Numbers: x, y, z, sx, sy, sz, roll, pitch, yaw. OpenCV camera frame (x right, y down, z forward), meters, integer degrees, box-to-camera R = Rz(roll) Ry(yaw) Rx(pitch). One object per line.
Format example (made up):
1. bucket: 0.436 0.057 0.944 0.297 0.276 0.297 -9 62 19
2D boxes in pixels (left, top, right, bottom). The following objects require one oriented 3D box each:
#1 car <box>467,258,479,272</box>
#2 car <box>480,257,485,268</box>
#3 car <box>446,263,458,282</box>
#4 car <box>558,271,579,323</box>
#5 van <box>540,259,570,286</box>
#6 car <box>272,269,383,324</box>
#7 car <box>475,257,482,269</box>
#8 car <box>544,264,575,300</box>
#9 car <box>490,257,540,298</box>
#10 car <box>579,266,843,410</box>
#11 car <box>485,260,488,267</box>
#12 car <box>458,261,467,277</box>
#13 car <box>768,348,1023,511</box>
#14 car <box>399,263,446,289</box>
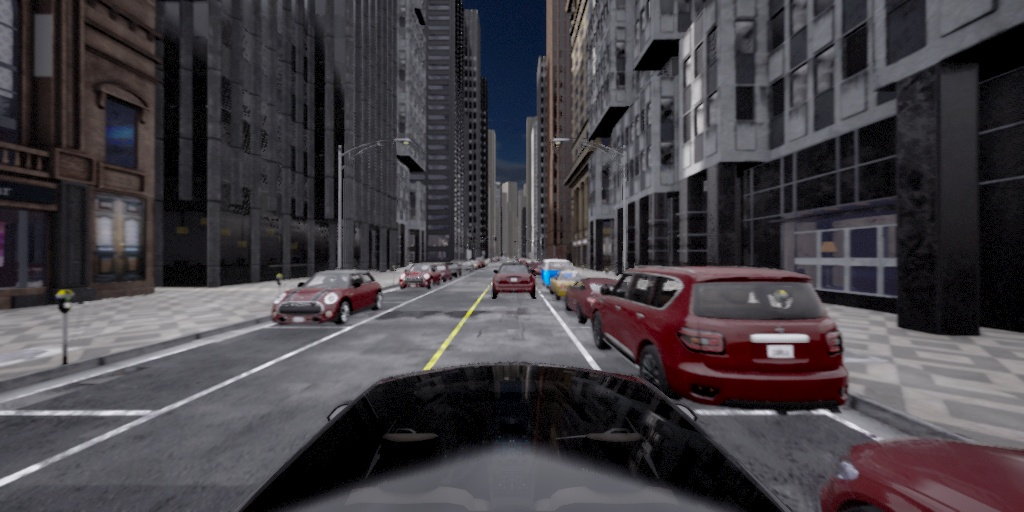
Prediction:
1. car: -5.759 1.320 45.281 2.007 1.370 4.403 0 0 0
2. car: -5.759 1.322 56.484 1.888 1.381 4.507 0 0 0
3. car: -5.761 1.343 28.476 1.802 1.307 4.207 0 0 0
4. car: 2.763 1.335 11.685 1.802 1.307 4.207 0 0 0
5. van: 2.764 1.098 22.889 1.690 1.789 3.998 0 0 0
6. car: -5.762 1.194 11.671 1.967 1.591 4.097 0 0 0
7. car: -5.759 1.299 50.712 1.751 1.417 4.829 0 0 0
8. car: 2.764 1.281 17.457 1.751 1.417 4.829 0 0 0
9. car: 0.097 1.108 18.654 2.097 1.767 4.553 0 0 0
10. car: 2.763 1.066 6.083 2.192 1.841 5.009 0 0 0
11. car: -5.758 1.096 62.087 2.192 1.841 5.009 0 0 0
12. car: -5.760 1.329 34.078 1.948 1.339 4.313 0 0 0
13. car: 2.763 1.331 0.481 1.802 1.307 4.207 0 0 0
14. car: -5.761 1.198 22.874 1.967 1.591 4.097 0 0 0
